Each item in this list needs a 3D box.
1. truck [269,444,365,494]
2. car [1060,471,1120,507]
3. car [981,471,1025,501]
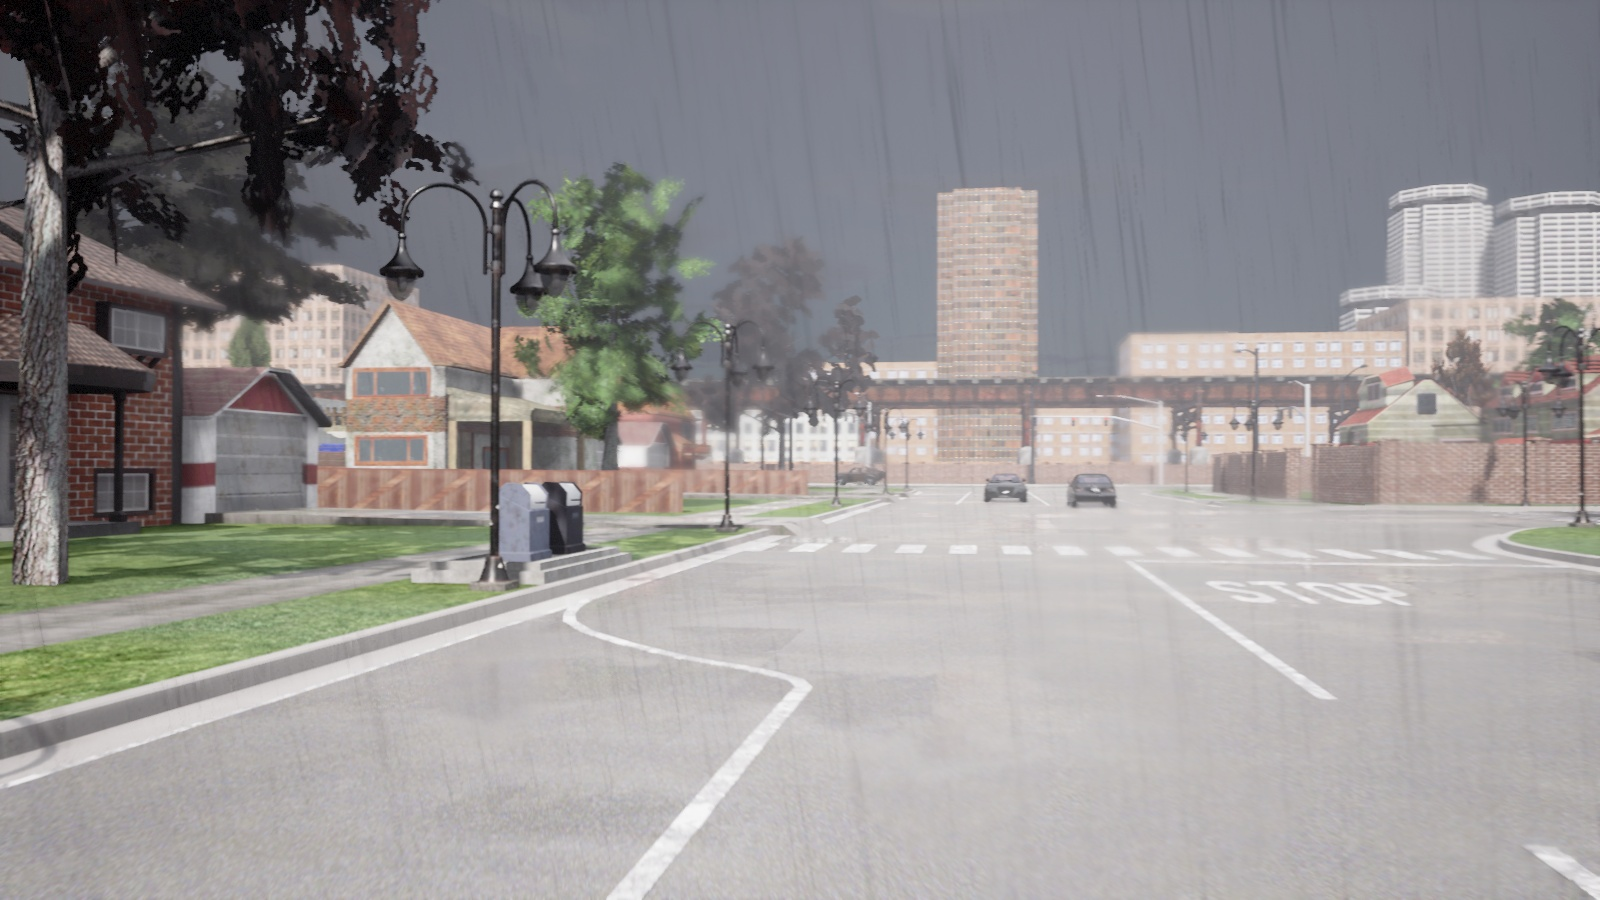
[{"bbox_3d":[-35.103,1.397,91.692,2.891,3.462,7.936,0,-1,10],"label":"truck"},{"bbox_3d":[12.131,1.595,52.835,2.033,1.411,5.357,0,-1,9],"label":"car"},{"bbox_3d":[9.857,1.748,61.081,1.994,1.385,4.181,0,-1,9],"label":"car"}]
